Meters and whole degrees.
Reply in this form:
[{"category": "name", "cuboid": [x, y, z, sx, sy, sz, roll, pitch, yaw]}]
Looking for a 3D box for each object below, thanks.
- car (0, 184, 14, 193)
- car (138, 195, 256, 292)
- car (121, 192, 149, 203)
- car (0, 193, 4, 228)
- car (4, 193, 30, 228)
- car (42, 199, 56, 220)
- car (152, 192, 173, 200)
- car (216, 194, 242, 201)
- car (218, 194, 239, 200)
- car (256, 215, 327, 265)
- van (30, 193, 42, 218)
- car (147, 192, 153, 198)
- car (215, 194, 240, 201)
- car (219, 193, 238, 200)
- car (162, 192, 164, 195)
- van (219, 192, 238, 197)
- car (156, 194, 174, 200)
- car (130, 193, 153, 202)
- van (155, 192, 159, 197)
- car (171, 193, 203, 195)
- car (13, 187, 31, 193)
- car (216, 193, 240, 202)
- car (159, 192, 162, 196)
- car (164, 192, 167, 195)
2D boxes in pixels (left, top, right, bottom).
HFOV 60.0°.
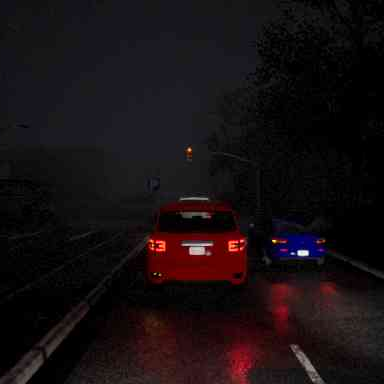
[{"category": "car", "cuboid": [-31.237, -0.425, 55.958, 2.435, 2.045, 5.566, 6, -3, -19]}, {"category": "car", "cuboid": [0.092, 1.230, 9.087, 2.150, 2.045, 5.566, 0, 0, 0]}, {"category": "car", "cuboid": [-11.534, 1.359, 65.057, 4.792, 1.488, 2.163, -1, 0, -15]}, {"category": "car", "cuboid": [-13.816, 1.264, 18.197, 5.566, 2.045, 2.435, -1, 0, -20]}, {"category": "car", "cuboid": [-13.747, 1.268, 21.234, 5.566, 2.045, 2.435, -1, 0, -20]}, {"category": "car", "cuboid": [-13.664, 1.405, 27.248, 4.553, 1.767, 2.185, -1, 0, -19]}, {"category": "car", "cuboid": [-8.130, 1.065, 92.002, 5.566, 2.045, 2.435, -1, 0, -12]}, {"category": "car", "cuboid": [8.101, 1.264, 73.642, 5.366, 1.575, 1.946, 1, 0, -13]}, {"category": "car", "cuboid": [8.977, 1.298, 82.420, 4.674, 1.452, 2.002, 1, 0, -12]}, {"category": "car", "cuboid": [3.093, 1.538, 11.566, 1.812, 1.442, 4.674, 0, 0, 0]}, {"category": "van", "cuboid": [-13.635, 1.298, 24.270, 4.442, 1.987, 1.878, -1, 0, -20]}, {"category": "car", "cuboid": [-10.893, 1.316, 68.050, 5.366, 1.575, 1.946, -1, 0, -15]}, {"category": "car", "cuboid": [8.079, 1.258, 76.494, 5.366, 1.575, 1.946, 1, 0, -13]}, {"category": "car", "cuboid": [9.340, 1.129, 85.350, 4.553, 1.767, 2.185, 1, 0, -12]}, {"category": "car", "cuboid": [-9.750, 1.360, 80.010, 4.674, 1.452, 2.002, -1, 0, -13]}, {"category": "van", "cuboid": [7.190, 1.043, 67.678, 4.442, 1.987, 1.878, 1, 0, -14]}, {"category": "car", "cuboid": [-7.712, 1.316, 94.982, 5.008, 1.535, 2.097, -1, 0, -12]}, {"category": "car", "cuboid": [-10.804, 1.197, 71.002, 4.553, 1.767, 2.185, -1, 0, -14]}, {"category": "van", "cuboid": [-10.343, 1.094, 74.043, 4.442, 1.987, 1.878, -1, 0, -14]}, {"category": "car", "cuboid": [0.127, 1.247, 19.445, 2.150, 2.045, 5.566, 0, 0, 0]}, {"category": "car", "cuboid": [-28.242, 0.138, 55.902, 2.002, 1.452, 4.674, 6, -3, -19]}, {"category": "car", "cuboid": [7.569, 1.142, 70.648, 4.553, 1.767, 2.185, 1, 0, -14]}, {"category": "car", "cuboid": [-10.119, 1.322, 77.014, 4.892, 1.521, 2.231, -1, 0, -14]}, {"category": "car", "cuboid": [-9.383, 1.359, 83.012, 4.674, 1.452, 2.002, -1, 0, -13]}]
